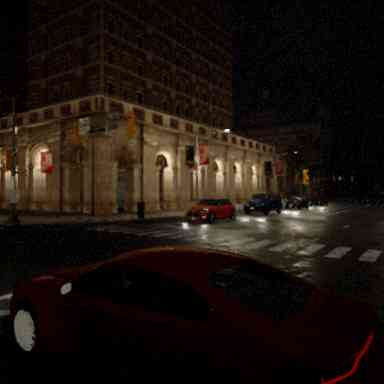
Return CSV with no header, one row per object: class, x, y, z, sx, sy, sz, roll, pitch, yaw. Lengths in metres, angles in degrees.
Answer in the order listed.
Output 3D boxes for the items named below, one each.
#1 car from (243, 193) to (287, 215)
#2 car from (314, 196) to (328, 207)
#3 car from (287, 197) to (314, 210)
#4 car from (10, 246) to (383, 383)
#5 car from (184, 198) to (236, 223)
car,7.089,1.125,32.659,2.150,2.045,5.566,1,0,35
car,18.796,1.409,49.192,1.837,1.490,4.892,1,0,35
car,12.944,1.395,40.920,2.128,1.511,4.902,1,0,35
car,-0.399,1.457,4.270,5.008,1.535,1.882,1,0,36
car,1.418,1.254,24.775,2.097,1.767,4.553,1,0,37
